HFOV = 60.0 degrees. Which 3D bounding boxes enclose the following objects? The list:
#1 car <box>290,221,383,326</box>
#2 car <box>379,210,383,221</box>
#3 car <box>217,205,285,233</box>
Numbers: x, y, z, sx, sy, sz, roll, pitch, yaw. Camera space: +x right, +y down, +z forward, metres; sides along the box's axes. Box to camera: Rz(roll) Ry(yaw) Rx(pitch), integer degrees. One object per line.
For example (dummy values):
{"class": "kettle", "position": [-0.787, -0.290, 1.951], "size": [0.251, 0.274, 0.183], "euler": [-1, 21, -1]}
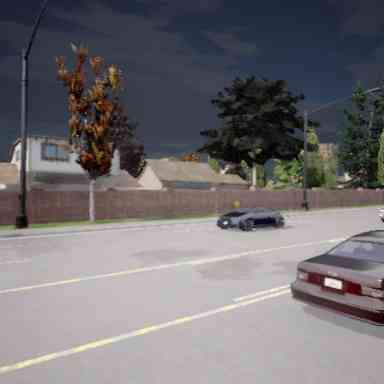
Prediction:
{"class": "car", "position": [4.325, 1.507, 6.833], "size": [5.357, 1.411, 2.033], "euler": [0, 0, -36]}
{"class": "car", "position": [15.157, 1.459, 23.399], "size": [4.718, 1.301, 1.895], "euler": [0, 0, -35]}
{"class": "car", "position": [3.466, 1.487, 19.359], "size": [4.181, 1.385, 1.994], "euler": [0, 0, -35]}
